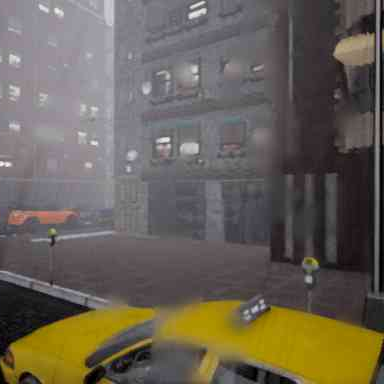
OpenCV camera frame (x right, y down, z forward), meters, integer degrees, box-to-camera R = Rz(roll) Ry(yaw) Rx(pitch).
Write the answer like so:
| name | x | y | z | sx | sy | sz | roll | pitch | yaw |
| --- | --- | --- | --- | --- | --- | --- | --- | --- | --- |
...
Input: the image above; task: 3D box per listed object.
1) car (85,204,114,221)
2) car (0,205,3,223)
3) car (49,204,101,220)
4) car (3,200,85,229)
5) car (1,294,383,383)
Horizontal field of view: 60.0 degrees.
| name | x | y | z | sx | sy | sz | roll | pitch | yaw |
| --- | --- | --- | --- | --- | --- | --- | --- | --- | --- |
| car | -8.633 | 1.915 | 32.041 | 1.812 | 1.442 | 4.674 | 0 | -1 | 36 |
| car | -14.674 | 1.569 | 27.993 | 2.192 | 1.841 | 5.009 | -1 | -2 | 35 |
| car | -11.382 | 1.902 | 32.635 | 1.887 | 1.381 | 4.507 | -1 | -2 | 35 |
| car | -10.470 | 1.617 | 23.873 | 2.097 | 1.767 | 4.553 | 0 | -1 | 35 |
| car | 0.233 | 1.524 | 2.706 | 4.829 | 1.417 | 1.752 | 0 | 0 | 36 |
